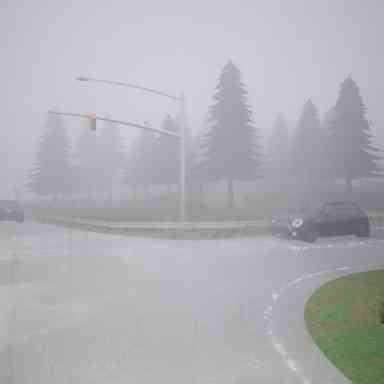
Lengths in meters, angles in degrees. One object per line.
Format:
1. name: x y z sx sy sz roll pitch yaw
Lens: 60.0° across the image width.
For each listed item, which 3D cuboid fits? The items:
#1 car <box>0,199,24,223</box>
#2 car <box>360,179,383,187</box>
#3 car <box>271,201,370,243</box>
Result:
1. car: -14.102 1.352 24.356 2.097 1.767 4.553 0 0 -45
2. car: 23.101 -1.023 42.075 1.882 1.535 5.008 0 4 2
3. car: 5.960 1.268 15.538 4.553 1.767 2.097 -1 0 -21
